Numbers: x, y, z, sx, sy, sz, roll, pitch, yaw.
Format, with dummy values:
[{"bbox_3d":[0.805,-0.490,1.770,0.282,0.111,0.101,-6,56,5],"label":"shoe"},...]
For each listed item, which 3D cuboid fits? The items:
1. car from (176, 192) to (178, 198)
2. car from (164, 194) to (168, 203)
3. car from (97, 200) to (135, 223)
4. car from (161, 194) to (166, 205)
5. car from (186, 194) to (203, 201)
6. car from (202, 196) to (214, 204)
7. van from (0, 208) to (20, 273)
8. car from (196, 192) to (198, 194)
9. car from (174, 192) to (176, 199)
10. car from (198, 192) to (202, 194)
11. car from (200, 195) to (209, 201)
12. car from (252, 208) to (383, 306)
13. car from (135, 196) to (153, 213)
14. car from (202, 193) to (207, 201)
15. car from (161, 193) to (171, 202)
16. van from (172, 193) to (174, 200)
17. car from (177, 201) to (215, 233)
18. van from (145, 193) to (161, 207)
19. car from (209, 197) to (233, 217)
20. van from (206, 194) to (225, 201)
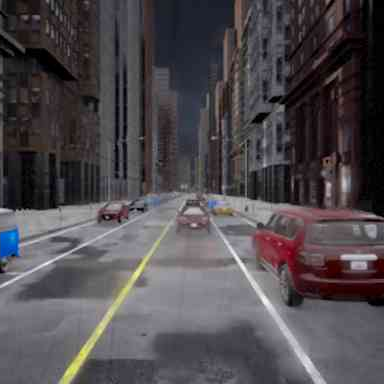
[{"bbox_3d":[-5.732,1.213,92.428,1.967,1.590,4.097,0,0,0],"label":"car"},{"bbox_3d":[-5.743,1.417,58.608,1.947,1.339,4.313,0,0,0],"label":"car"},{"bbox_3d":[-5.755,1.476,24.788,1.887,1.381,4.507,0,0,0],"label":"car"},{"bbox_3d":[-5.745,1.430,52.971,1.947,1.339,4.313,0,0,0],"label":"car"},{"bbox_3d":[0.118,1.388,44.428,1.837,1.490,4.892,0,0,0],"label":"car"},{"bbox_3d":[2.782,1.400,58.616,2.008,1.369,4.403,0,0,0],"label":"car"},{"bbox_3d":[-5.761,1.318,7.877,1.690,1.788,3.998,0,0,0],"label":"van"},{"bbox_3d":[2.789,1.112,81.161,2.192,1.841,5.009,0,0,0],"label":"car"},{"bbox_3d":[-5.736,1.239,81.155,1.967,1.590,4.097,0,0,0],"label":"car"},{"bbox_3d":[2.785,1.264,69.888,1.967,1.590,4.097,0,0,0],"label":"car"},{"bbox_3d":[2.788,1.376,75.525,1.947,1.339,4.313,0,0,0],"label":"car"},{"bbox_3d":[2.764,1.291,7.889,2.192,1.841,5.009,0,0,0],"label":"car"},{"bbox_3d":[-5.751,1.470,36.061,1.947,1.339,4.313,0,0,0],"label":"car"},{"bbox_3d":[2.778,1.316,47.343,1.967,1.590,4.097,0,0,0],"label":"car"},{"bbox_3d":[-5.742,1.153,64.244,2.192,1.841,5.009,0,0,0],"label":"car"},{"bbox_3d":[-5.738,1.153,75.518,1.690,1.788,3.998,0,0,0],"label":"van"},{"bbox_3d":[0.105,1.470,18.982,1.812,1.442,4.674,0,0,0],"label":"car"},{"bbox_3d":[-5.748,1.218,47.334,1.690,1.788,3.998,0,0,0],"label":"van"},{"bbox_3d":[2.772,1.441,30.605,1.752,1.417,4.829,0,0,0],"label":"car"},{"bbox_3d":[2.773,1.243,36.070,1.690,1.788,3.998,0,0,0],"label":"van"}]
